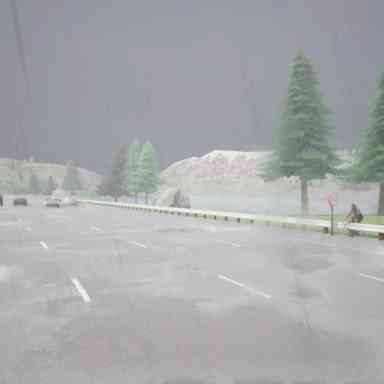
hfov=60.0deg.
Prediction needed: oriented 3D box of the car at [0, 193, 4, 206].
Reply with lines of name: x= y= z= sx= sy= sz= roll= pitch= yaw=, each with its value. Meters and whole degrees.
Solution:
car: x=-31.957 y=1.211 z=54.177 sx=2.150 sy=2.045 sz=5.566 roll=0 pitch=-1 yaw=-31

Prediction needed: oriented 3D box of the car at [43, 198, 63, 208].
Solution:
car: x=-20.983 y=1.600 z=49.385 sx=1.895 sy=1.301 sz=4.718 roll=0 pitch=0 yaw=-31

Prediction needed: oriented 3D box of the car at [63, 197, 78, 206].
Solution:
car: x=-20.302 y=1.525 z=55.099 sx=1.812 sy=1.442 sz=4.674 roll=0 pitch=0 yaw=-31

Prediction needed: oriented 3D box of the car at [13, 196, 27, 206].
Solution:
car: x=-28.975 y=1.489 z=56.008 sx=2.128 sy=1.511 sz=4.902 roll=0 pitch=0 yaw=-31

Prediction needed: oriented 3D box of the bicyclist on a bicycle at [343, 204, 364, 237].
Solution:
bicyclist on a bicycle: x=8.114 y=1.431 z=16.597 sx=1.656 sy=1.620 sz=0.582 roll=6 pitch=-3 yaw=-30
